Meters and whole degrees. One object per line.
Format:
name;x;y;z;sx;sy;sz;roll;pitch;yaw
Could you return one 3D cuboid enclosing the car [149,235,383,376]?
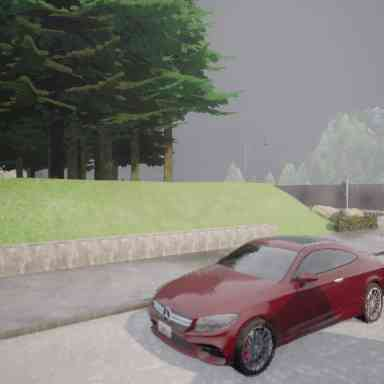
car;1.544;1.526;5.680;4.674;1.442;1.812;0;0;-35
